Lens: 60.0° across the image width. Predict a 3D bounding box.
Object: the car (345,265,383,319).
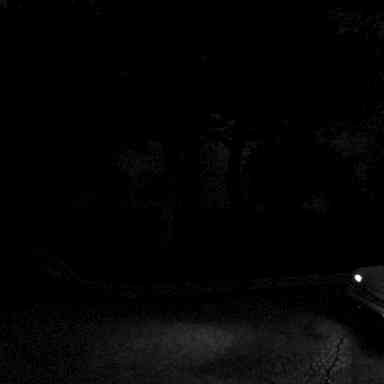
[{"bbox_3d":[4.914,1.515,5.208,4.718,1.301,1.895,1,2,-15],"label":"car"}]
